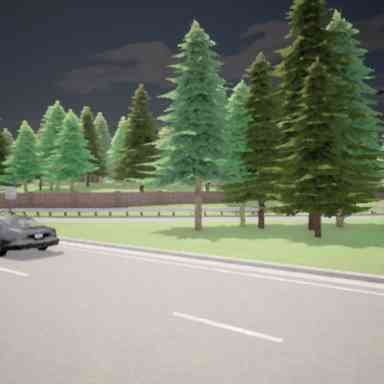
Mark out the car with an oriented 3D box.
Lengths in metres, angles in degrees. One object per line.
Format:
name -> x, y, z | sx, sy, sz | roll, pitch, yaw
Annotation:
car -> -7.631, 1.677, 13.638 | 5.357, 1.411, 2.033 | -1, 0, 36
